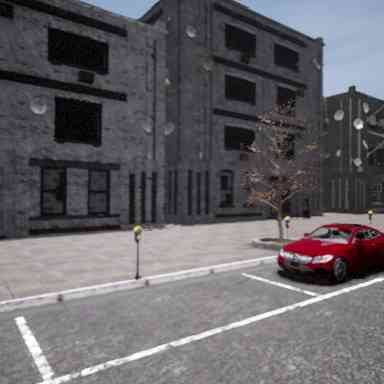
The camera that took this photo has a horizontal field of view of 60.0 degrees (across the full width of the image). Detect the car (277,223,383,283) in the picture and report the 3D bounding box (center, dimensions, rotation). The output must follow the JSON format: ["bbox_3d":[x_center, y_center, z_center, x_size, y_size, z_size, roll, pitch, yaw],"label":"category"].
[{"bbox_3d":[4.310,1.584,9.627,4.206,1.307,1.802,0,1,-36],"label":"car"}]
